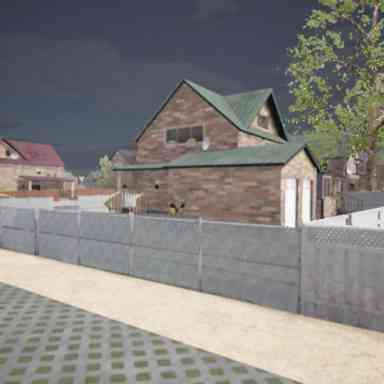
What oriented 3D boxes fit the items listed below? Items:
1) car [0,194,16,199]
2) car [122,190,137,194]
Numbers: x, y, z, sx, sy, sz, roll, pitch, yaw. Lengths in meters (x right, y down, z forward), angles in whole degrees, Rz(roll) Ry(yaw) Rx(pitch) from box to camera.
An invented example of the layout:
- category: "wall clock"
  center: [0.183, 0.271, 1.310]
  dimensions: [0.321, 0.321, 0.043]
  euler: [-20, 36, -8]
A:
- category: "car"
  center: [-17.143, 0.915, 28.276]
  dimensions: [1.882, 1.535, 5.008]
  euler: [1, 2, 35]
- category: "car"
  center: [-7.920, 0.542, 41.224]
  dimensions: [1.882, 1.535, 5.008]
  euler: [1, 2, 35]
